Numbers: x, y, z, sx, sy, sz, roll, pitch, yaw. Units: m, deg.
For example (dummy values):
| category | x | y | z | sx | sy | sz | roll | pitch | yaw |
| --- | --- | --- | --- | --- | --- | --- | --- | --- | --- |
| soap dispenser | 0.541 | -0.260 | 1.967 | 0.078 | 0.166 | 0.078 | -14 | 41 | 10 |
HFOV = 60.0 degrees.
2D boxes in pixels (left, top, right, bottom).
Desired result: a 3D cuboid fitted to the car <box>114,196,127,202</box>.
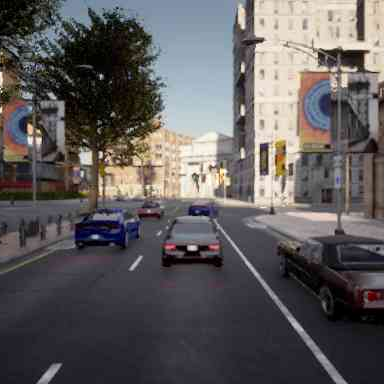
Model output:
| category | x | y | z | sx | sy | sz | roll | pitch | yaw |
| --- | --- | --- | --- | --- | --- | --- | --- | --- | --- |
| car | -14.992 | 1.449 | 70.211 | 1.994 | 1.385 | 4.181 | 0 | 0 | 0 |

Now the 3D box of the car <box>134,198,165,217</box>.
| category | x | y | z | sx | sy | sz | roll | pitch | yaw |
| --- | --- | --- | --- | --- | --- | --- | --- | --- | --- |
| car | -3.446 | 1.522 | 28.757 | 1.994 | 1.385 | 4.181 | 0 | 0 | 0 |

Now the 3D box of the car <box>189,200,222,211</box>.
| category | x | y | z | sx | sy | sz | roll | pitch | yaw |
| --- | --- | --- | --- | --- | --- | --- | --- | --- | --- |
| car | 1.237 | 1.434 | 29.546 | 1.882 | 1.535 | 5.008 | -1 | 0 | 19 |

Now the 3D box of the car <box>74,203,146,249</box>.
| category | x | y | z | sx | sy | sz | roll | pitch | yaw |
| --- | --- | --- | --- | --- | --- | --- | --- | --- | --- |
| car | -3.447 | 1.456 | 14.421 | 1.882 | 1.535 | 5.008 | 0 | 0 | 1 |

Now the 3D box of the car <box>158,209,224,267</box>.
| category | x | y | z | sx | sy | sz | roll | pitch | yaw |
| --- | --- | --- | --- | --- | --- | --- | --- | --- | --- |
| car | 0.022 | 1.531 | 11.327 | 2.033 | 1.411 | 5.357 | 0 | 0 | 0 |

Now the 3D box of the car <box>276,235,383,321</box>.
| category | x | y | z | sx | sy | sz | roll | pitch | yaw |
| --- | --- | --- | --- | --- | --- | --- | --- | --- | --- |
| car | 3.250 | 1.584 | 7.202 | 1.895 | 1.301 | 4.718 | 0 | 0 | 0 |

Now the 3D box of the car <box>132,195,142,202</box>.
| category | x | y | z | sx | sy | sz | roll | pitch | yaw |
| --- | --- | --- | --- | --- | --- | --- | --- | --- | --- |
| car | -11.492 | 1.421 | 70.236 | 1.812 | 1.442 | 4.674 | 0 | 0 | 0 |
